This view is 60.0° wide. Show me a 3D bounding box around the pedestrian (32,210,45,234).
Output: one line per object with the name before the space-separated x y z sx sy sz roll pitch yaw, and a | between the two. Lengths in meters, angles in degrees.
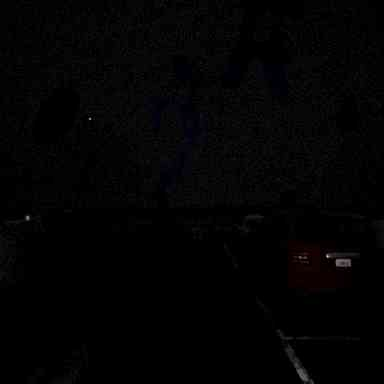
pedestrian | -7.877 1.488 17.091 0.375 1.300 0.375 0 0 0

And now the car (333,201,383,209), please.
car | 11.687 1.366 23.810 4.902 1.511 2.128 0 0 0

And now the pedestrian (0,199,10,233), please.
pedestrian | -10.000 1.240 17.674 0.375 1.860 0.375 0 0 0

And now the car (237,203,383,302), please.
car | 2.635 1.314 8.177 2.192 1.841 5.009 0 0 0

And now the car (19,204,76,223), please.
car | -11.590 1.684 26.890 4.181 1.385 1.994 -1 0 0

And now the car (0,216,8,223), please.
car | -15.811 1.543 23.963 4.553 1.767 2.097 -1 0 0

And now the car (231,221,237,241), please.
car | 2.634 1.523 13.893 1.752 1.417 4.829 0 0 0
